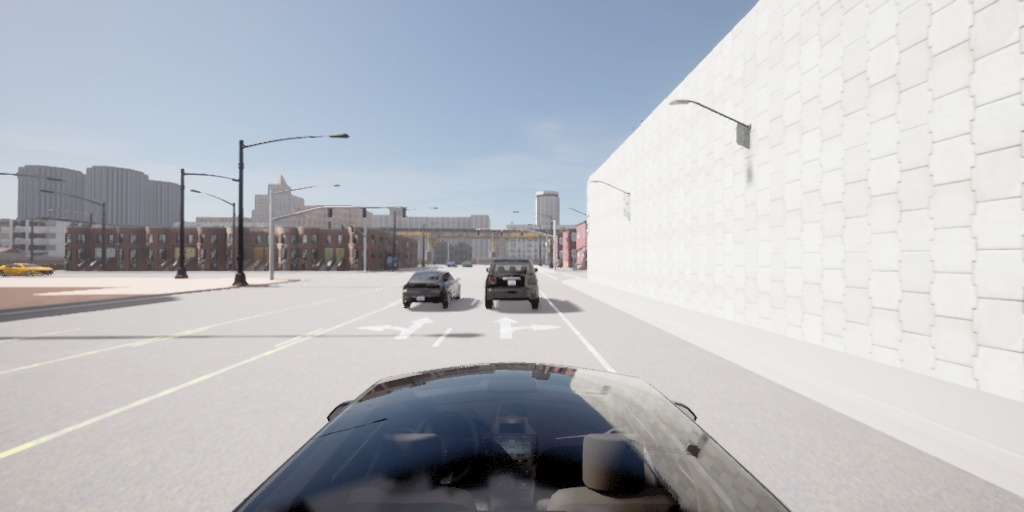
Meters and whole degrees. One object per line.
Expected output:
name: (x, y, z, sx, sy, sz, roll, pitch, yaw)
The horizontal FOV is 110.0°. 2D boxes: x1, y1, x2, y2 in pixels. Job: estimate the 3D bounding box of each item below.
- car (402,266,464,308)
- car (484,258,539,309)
car: (-3.498, 1.394, 16.162, 1.837, 1.490, 4.892, 0, 0, 0)
car: (-0.002, 1.100, 15.875, 2.150, 2.045, 5.566, 0, 0, 0)
